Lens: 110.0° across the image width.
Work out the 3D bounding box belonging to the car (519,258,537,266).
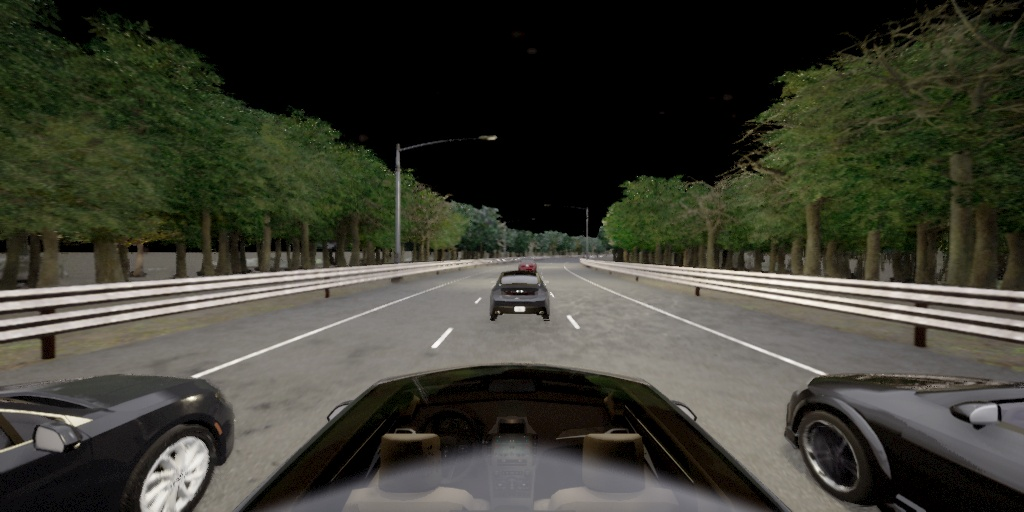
[{"bbox_3d":[1.894,1.081,42.418,2.097,1.767,4.553,0,0,5],"label":"car"}]

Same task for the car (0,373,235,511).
[{"bbox_3d":[-3.373,1.252,1.180,1.837,1.490,4.892,0,0,0],"label":"car"}]

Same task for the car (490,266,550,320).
[{"bbox_3d":[0.277,1.253,12.557,1.837,1.490,4.892,0,0,1],"label":"car"}]

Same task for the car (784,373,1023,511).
[{"bbox_3d":[3.631,1.317,1.743,1.994,1.385,4.181,0,0,0],"label":"car"}]
